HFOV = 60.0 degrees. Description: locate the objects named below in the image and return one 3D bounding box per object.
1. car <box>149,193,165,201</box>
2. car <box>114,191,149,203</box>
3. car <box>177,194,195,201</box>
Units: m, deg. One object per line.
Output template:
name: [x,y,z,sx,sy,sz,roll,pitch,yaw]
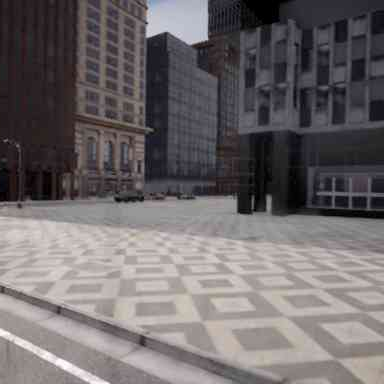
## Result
car: [-7.049,1.000,64.272,1.812,1.442,4.674,2,1,35]
car: [-10.231,0.791,54.563,2.150,2.045,5.566,2,1,35]
car: [-1.231,1.040,67.303,1.812,1.442,4.674,2,1,35]
